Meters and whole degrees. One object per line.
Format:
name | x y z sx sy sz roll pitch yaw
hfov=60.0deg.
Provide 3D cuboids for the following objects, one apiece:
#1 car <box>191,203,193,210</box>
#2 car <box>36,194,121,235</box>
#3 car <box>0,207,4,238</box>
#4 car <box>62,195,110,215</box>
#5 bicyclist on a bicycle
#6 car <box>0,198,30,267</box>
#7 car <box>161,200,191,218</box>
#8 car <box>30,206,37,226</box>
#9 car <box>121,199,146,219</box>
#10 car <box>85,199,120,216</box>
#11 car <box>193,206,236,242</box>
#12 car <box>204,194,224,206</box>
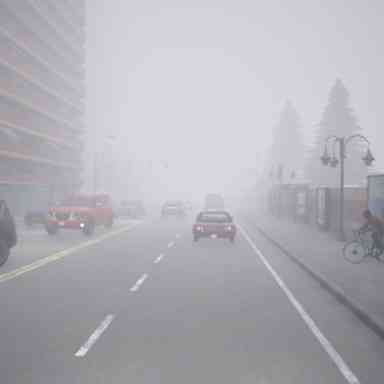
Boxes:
car | -0.910 1.568 39.481 1.895 1.301 4.718 1 0 4
car | -5.969 1.133 18.432 2.150 2.045 5.566 1 0 4
car | -9.812 1.390 13.217 1.812 1.442 4.674 1 0 4
car | -8.752 1.010 27.938 2.128 1.511 4.902 1 0 4
bicyclist on a bicycle | 5.378 1.365 9.972 1.656 1.620 0.582 2 0 4
car | -6.647 1.131 8.146 2.150 2.045 5.566 1 0 4
car | -1.548 1.456 29.374 2.128 1.511 4.902 1 0 4
car | -9.215 1.345 22.379 1.882 1.535 5.008 1 0 4
car | -5.279 1.420 28.714 1.837 1.490 4.892 1 0 4
car | -8.541 1.435 32.243 1.994 1.385 4.181 1 0 4
car | 1.098 1.606 16.521 1.895 1.301 4.718 1 0 4
car | 2.582 1.234 38.790 2.150 2.045 5.566 1 0 4
